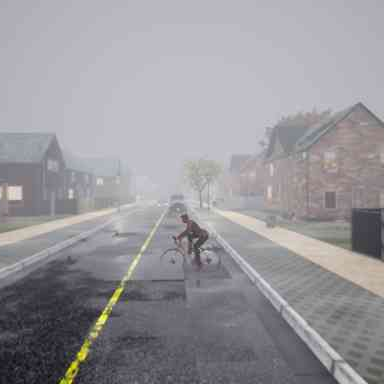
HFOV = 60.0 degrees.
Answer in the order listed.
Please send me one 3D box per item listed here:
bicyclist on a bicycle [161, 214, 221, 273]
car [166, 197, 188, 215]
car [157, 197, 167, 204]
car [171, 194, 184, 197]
[{"bbox_3d":[-0.035,1.419,9.104,1.656,1.620,0.582,0,0,-3],"label":"bicyclist on a bicycle"},{"bbox_3d":[-1.450,1.533,34.485,1.812,1.442,4.674,0,0,-3],"label":"car"},{"bbox_3d":[-5.862,1.689,67.138,1.812,1.442,4.674,0,0,-2],"label":"car"},{"bbox_3d":[-2.136,1.281,48.985,2.150,2.045,5.566,0,0,-3],"label":"car"}]
